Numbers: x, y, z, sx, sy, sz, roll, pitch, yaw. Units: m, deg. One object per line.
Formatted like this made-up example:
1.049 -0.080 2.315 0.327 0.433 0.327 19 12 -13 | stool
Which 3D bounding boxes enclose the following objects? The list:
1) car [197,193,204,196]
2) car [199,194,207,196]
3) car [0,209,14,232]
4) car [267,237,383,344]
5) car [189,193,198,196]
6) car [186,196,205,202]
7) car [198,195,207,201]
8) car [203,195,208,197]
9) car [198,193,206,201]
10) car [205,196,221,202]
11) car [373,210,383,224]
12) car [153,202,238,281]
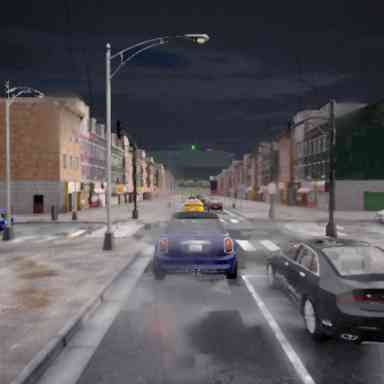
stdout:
2.627 1.429 66.514 1.967 1.590 4.097 -1 0 0 | car
2.629 1.534 60.981 1.887 1.381 4.507 -1 0 0 | car
-12.936 1.331 18.353 5.566 2.045 2.150 0 1 0 | car
2.623 1.547 6.406 2.008 1.369 4.403 -1 0 0 | car
0.009 1.489 73.386 1.837 1.490 4.892 0 0 0 | car
0.104 1.467 34.241 1.882 1.535 5.008 0 0 0 | car
2.632 1.539 83.112 2.008 1.369 4.403 -1 0 0 | car
2.629 1.571 49.916 1.802 1.307 4.206 -1 0 0 | car
2.627 1.303 88.644 2.192 1.841 5.009 -1 0 0 | car
2.626 1.534 38.851 1.887 1.381 4.507 -1 0 0 | car
14.158 1.400 21.302 4.674 1.442 1.812 0 1 -2 | car
0.049 1.347 10.049 2.097 1.767 4.553 0 0 -1 | car
